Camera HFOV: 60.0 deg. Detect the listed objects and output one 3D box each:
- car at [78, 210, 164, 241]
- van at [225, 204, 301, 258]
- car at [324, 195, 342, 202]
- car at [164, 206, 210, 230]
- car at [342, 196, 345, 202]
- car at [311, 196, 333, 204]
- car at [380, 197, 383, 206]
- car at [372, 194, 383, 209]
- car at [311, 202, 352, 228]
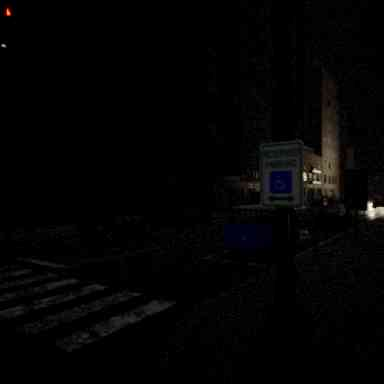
[{"bbox_3d":[-3.760,1.640,17.209,2.008,1.369,4.403,-1,0,35],"label":"car"},{"bbox_3d":[2.807,1.342,12.602,1.690,1.788,3.998,-1,0,35],"label":"van"},{"bbox_3d":[22.383,1.388,54.393,2.192,1.841,5.009,-1,0,35],"label":"car"},{"bbox_3d":[-0.492,1.634,21.857,1.887,1.381,4.507,-1,0,35],"label":"car"},{"bbox_3d":[28.920,1.506,63.688,1.967,1.590,4.097,-1,0,35],"label":"car"},{"bbox_3d":[19.117,1.642,49.744,1.947,1.339,4.313,-1,0,35],"label":"car"},{"bbox_3d":[32.219,1.532,54.427,2.008,1.369,4.403,-1,0,35],"label":"car"},{"bbox_3d":[25.683,1.428,45.133,1.967,1.590,4.097,-1,0,35],"label":"car"},{"bbox_3d":[9.345,1.583,21.895,1.802,1.307,4.206,-1,0,35],"label":"car"}]
